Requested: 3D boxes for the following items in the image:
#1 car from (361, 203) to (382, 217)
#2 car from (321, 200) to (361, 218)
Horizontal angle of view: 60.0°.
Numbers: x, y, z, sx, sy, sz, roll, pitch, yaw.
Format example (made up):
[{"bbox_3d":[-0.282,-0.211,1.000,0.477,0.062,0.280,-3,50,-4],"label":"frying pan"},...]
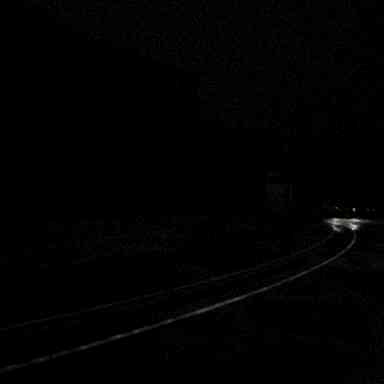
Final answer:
[{"bbox_3d":[18.188,1.880,35.808,2.033,1.411,5.357,1,0,-1],"label":"car"},{"bbox_3d":[14.559,1.610,33.145,2.097,1.767,4.553,1,0,4],"label":"car"}]
